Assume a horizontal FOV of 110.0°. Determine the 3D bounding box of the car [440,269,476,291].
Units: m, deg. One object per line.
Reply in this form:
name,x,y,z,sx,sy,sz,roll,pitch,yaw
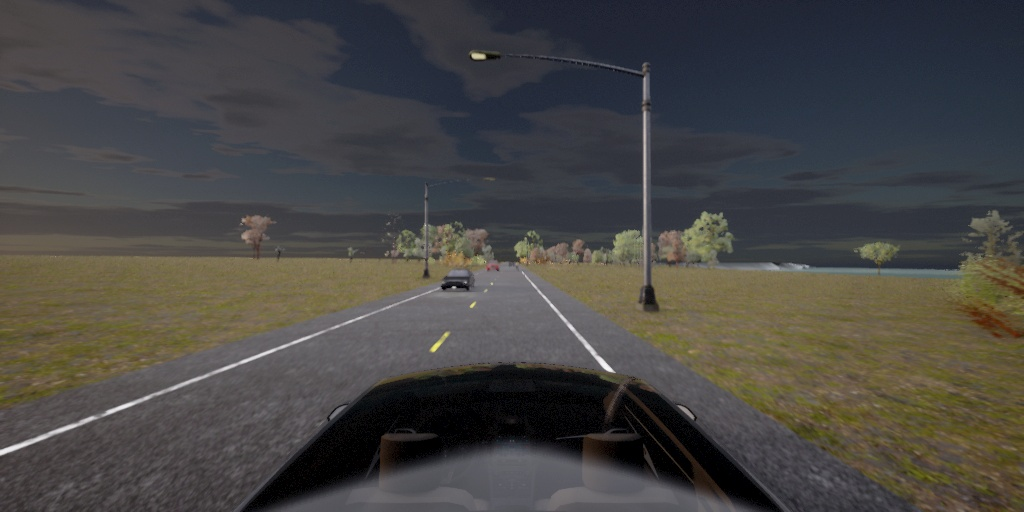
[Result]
car,-3.588,1.600,24.855,2.033,1.411,5.357,0,-1,0
